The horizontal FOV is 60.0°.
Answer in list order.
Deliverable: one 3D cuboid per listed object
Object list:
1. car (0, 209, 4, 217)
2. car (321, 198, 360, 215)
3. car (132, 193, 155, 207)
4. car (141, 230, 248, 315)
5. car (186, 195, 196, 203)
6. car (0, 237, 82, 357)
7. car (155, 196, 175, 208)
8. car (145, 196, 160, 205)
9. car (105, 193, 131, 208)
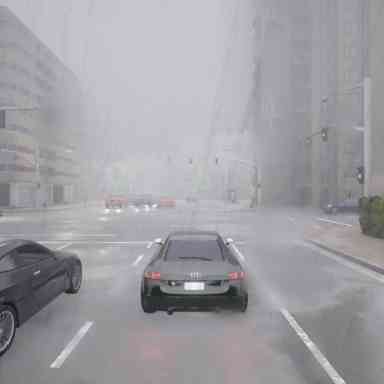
[{"bbox_3d":[-17.514,1.564,26.731,4.181,1.385,1.994,0,0,1],"label":"car"},{"bbox_3d":[15.514,1.351,33.678,4.553,1.767,2.097,0,0,1],"label":"car"},{"bbox_3d":[-7.204,1.221,50.626,2.150,2.045,5.566,0,0,0],"label":"car"},{"bbox_3d":[0.049,1.564,7.638,1.994,1.385,4.181,0,0,0],"label":"car"},{"bbox_3d":[-0.152,1.354,72.555,2.097,1.767,4.553,0,0,0],"label":"car"},{"bbox_3d":[-3.460,1.526,5.836,1.812,1.442,4.674,0,0,0],"label":"car"},{"bbox_3d":[-3.683,1.351,48.661,2.097,1.767,4.553,0,0,2],"label":"car"},{"bbox_3d":[-7.195,1.491,60.650,2.128,1.511,4.902,0,0,0],"label":"car"},{"bbox_3d":[-10.699,1.221,47.494,2.150,2.045,5.566,0,0,0],"label":"car"}]
